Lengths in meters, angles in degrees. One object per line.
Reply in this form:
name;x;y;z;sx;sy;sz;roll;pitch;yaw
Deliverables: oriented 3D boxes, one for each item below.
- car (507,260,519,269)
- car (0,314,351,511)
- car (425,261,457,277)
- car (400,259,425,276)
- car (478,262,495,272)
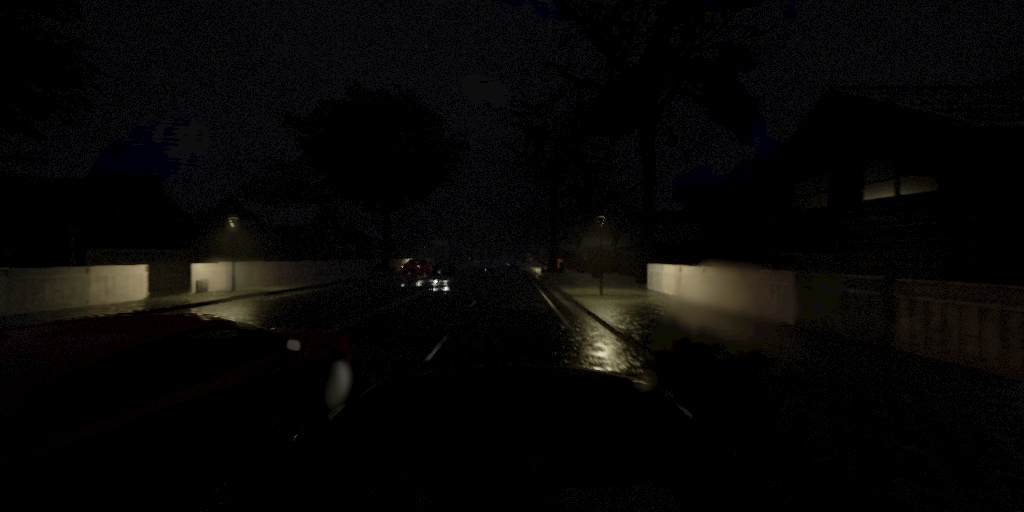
car;0.097;1.306;55.116;2.033;1.411;5.357;0;0;0
car;-3.150;1.227;2.990;1.882;1.535;5.008;0;0;0
car;-6.593;1.241;34.996;2.128;1.511;4.902;0;0;0
car;-9.840;1.102;36.533;2.097;1.767;4.553;0;0;0
car;-3.155;1.354;44.887;1.895;1.301;4.718;0;0;0
